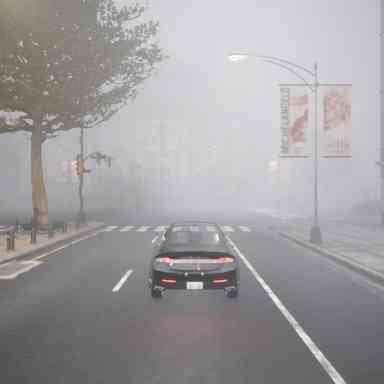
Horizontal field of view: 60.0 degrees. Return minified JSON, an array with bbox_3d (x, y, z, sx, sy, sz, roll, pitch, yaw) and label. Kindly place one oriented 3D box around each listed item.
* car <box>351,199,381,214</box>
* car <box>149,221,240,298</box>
[{"bbox_3d":[19.487,1.526,35.478,4.674,1.442,1.812,0,0,0],"label":"car"},{"bbox_3d":[0.061,1.491,8.489,2.128,1.511,4.902,0,0,0],"label":"car"}]
